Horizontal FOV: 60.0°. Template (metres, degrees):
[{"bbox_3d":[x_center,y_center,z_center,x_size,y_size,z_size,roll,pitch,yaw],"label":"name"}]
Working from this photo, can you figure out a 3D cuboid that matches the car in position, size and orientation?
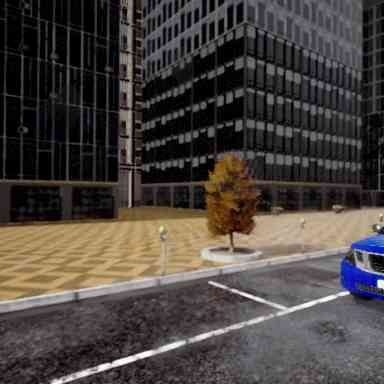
[{"bbox_3d":[5.658,1.306,7.425,5.566,2.045,2.150,1,0,-36],"label":"car"}]
